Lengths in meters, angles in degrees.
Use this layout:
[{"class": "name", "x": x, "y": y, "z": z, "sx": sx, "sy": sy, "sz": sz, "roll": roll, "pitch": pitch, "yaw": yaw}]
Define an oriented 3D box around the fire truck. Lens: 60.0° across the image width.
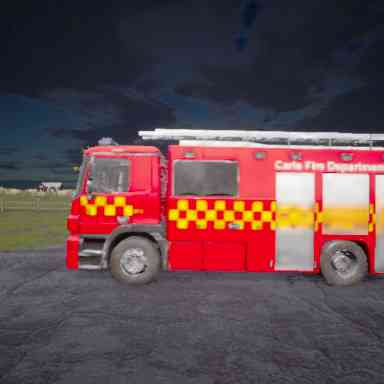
[{"class": "fire truck", "x": 1.214, "y": 0.365, "z": 9.263, "sx": 8.468, "sy": 3.827, "sz": 2.891, "roll": 1, "pitch": 0, "yaw": -1}]
